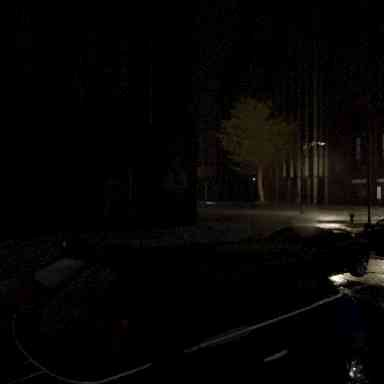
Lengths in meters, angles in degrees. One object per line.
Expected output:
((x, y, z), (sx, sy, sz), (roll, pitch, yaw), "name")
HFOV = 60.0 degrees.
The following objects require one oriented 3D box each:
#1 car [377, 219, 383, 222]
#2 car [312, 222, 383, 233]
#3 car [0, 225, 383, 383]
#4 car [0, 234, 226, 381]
((7.557, 1.606, 12.040), (4.313, 1.339, 1.947), (0, 0, -35), "car")
((2.968, 1.588, 8.768), (4.313, 1.339, 1.947), (0, 0, -35), "car")
((-0.354, 1.356, 3.122), (4.553, 1.767, 2.097), (0, 0, -35), "car")
((-1.621, 1.587, 5.495), (4.206, 1.307, 1.802), (0, 0, -35), "car")
